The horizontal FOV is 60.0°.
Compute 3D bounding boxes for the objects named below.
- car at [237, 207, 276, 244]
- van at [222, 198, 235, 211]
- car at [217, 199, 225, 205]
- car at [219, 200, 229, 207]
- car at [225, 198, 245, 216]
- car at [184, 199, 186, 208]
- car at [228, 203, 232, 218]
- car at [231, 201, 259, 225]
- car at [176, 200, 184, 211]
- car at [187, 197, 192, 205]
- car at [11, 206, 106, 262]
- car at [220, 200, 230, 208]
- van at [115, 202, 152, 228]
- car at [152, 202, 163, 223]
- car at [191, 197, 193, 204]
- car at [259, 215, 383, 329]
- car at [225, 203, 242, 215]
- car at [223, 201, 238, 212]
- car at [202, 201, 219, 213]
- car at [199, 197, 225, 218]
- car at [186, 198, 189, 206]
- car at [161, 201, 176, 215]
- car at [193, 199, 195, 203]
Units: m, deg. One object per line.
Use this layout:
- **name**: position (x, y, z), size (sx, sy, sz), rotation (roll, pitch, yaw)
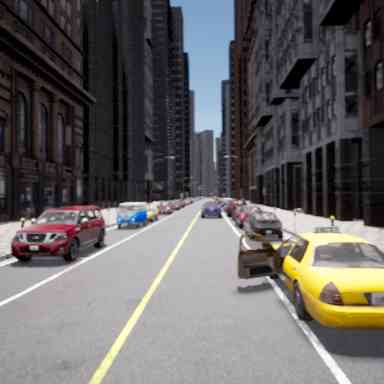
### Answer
- **car**: position (3.857, 1.729, 18.383), size (2.008, 1.369, 4.403), rotation (0, -1, 3)
- **van**: position (5.654, 1.905, 51.948), size (1.690, 1.788, 3.998), rotation (0, -1, 3)
- **car**: position (7.455, 2.502, 85.508), size (1.887, 1.381, 4.507), rotation (0, -1, 3)
- **car**: position (6.556, 2.341, 68.726), size (1.802, 1.307, 4.206), rotation (0, -1, 3)
- **car**: position (4.755, 1.684, 35.167), size (2.192, 1.841, 5.009), rotation (0, -1, 3)
- **car**: position (-2.558, 2.296, 57.978), size (1.802, 1.307, 4.206), rotation (0, -1, 3)
- **car**: position (4.457, 1.887, 29.570), size (1.802, 1.307, 4.206), rotation (0, -1, 3)
- **car**: position (4.156, 1.681, 23.979), size (1.967, 1.590, 4.097), rotation (0, -1, 3)
- **car**: position (-2.858, 2.089, 52.387), size (1.967, 1.590, 4.097), rotation (0, -1, 3)
- **car**: position (-1.658, 2.461, 74.759), size (2.008, 1.369, 4.403), rotation (0, -1, 3)
- **car**: position (-4.957, 1.516, 13.235), size (2.192, 1.841, 5.009), rotation (0, -1, 3)
- **car**: position (6.256, 2.276, 63.133), size (1.802, 1.307, 4.206), rotation (0, -1, 3)
- **van**: position (-4.358, 1.668, 24.421), size (1.690, 1.788, 3.998), rotation (0, -1, 3)
- **car**: position (-4.066, 1.914, 29.842), size (1.752, 1.417, 4.829), rotation (0, -1, 3)
- **car**: position (-1.368, 2.500, 80.182), size (1.752, 1.417, 4.829), rotation (0, -1, 3)
- **car**: position (2.844, 1.514, 7.260), size (1.801, 1.575, 5.366), rotation (-1, -1, 3)
- **car**: position (5.056, 2.016, 40.758), size (1.802, 1.307, 4.206), rotation (0, -1, 3)
- **car**: position (5.365, 2.026, 46.522), size (1.752, 1.417, 4.829), rotation (0, -1, 3)
- **car**: position (2.521, 1.998, 44.742), size (2.128, 1.511, 4.902), rotation (-1, -1, 3)
- **car**: position (2.022, 1.739, 34.520), size (2.097, 1.767, 4.553), rotation (-1, -1, 3)
- **car**: position (-2.258, 2.345, 63.572), size (1.947, 1.339, 4.313), rotation (0, -1, 3)
- **car**: position (-3.458, 1.959, 41.201), size (1.967, 1.590, 4.097), rotation (0, -1, 3)
- **car**: position (-1.059, 2.588, 85.946), size (1.887, 1.381, 4.507), rotation (0, -1, 3)
